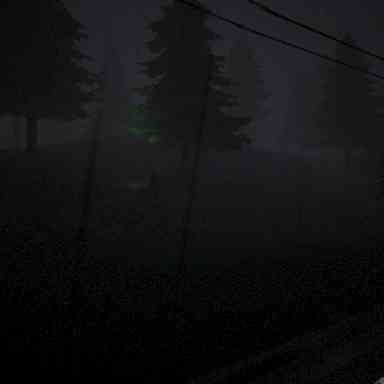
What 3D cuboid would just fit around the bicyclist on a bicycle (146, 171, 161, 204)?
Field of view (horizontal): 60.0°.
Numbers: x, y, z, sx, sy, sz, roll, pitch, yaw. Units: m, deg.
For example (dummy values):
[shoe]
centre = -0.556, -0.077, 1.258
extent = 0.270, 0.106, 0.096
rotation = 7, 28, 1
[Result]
[bicyclist on a bicycle]
centre = -2.043, -0.270, 17.791
extent = 0.582, 1.620, 1.656
rotation = -8, 24, -35
